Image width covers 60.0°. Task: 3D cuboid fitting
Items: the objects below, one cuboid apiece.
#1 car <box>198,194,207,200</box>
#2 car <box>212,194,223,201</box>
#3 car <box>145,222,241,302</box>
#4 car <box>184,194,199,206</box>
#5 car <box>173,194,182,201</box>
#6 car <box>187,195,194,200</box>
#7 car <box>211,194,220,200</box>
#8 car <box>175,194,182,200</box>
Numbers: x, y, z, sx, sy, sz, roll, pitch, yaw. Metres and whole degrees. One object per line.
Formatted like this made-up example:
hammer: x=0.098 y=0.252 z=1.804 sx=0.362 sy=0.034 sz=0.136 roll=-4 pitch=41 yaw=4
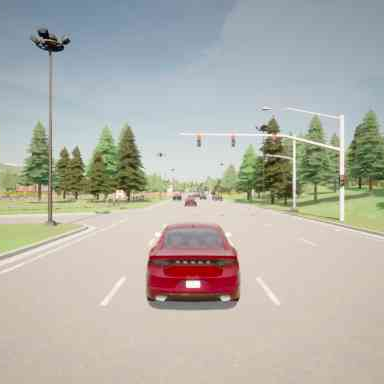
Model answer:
car: x=3.139 y=1.524 z=94.414 sx=1.812 sy=1.442 sz=4.674 roll=0 pitch=0 yaw=0
car: x=6.681 y=1.517 z=83.595 sx=2.128 sy=1.511 sz=4.902 roll=0 pitch=0 yaw=0
car: x=0.031 y=1.478 z=8.353 sx=1.882 sy=1.535 sz=5.008 roll=0 pitch=0 yaw=0
car: x=-0.201 y=1.526 z=52.955 sx=1.812 sy=1.442 sz=4.674 roll=0 pitch=0 yaw=0
car: x=-3.819 y=1.469 z=83.554 sx=1.882 sy=1.535 sz=5.008 roll=0 pitch=0 yaw=0
car: x=-0.359 y=1.428 z=94.018 sx=1.895 sy=1.301 sz=4.718 roll=0 pitch=0 yaw=0
car: x=6.641 y=1.372 z=94.014 sx=2.033 sy=1.411 sz=5.357 roll=0 pitch=0 yaw=0
car: x=-3.859 y=1.310 z=93.974 sx=1.882 sy=1.535 sz=5.008 roll=0 pitch=0 yaw=0
